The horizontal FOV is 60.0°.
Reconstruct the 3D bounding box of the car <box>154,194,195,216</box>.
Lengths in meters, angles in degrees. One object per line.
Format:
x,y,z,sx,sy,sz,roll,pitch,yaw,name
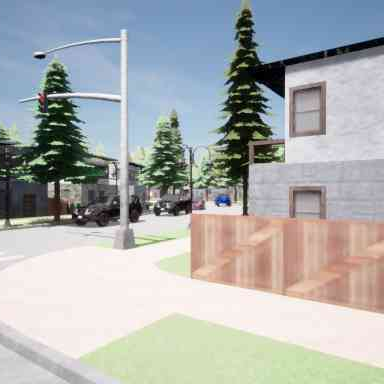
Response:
-1.800,1.202,32.486,2.150,2.045,5.566,0,0,18,car

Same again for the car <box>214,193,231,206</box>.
4.866,1.202,53.313,2.150,2.045,5.566,0,0,-1,car

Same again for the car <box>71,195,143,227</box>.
-5.684,1.202,23.106,2.150,2.045,5.566,0,0,27,car

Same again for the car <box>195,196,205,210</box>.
0.448,1.333,42.087,2.097,1.767,4.553,0,0,9,car
